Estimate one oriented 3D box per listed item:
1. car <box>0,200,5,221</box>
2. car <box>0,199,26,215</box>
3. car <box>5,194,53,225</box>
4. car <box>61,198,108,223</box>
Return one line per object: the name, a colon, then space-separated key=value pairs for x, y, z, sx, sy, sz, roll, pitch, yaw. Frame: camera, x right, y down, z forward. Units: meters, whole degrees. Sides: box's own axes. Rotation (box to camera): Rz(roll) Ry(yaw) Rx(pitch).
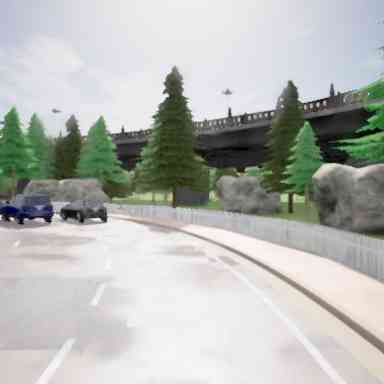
car: x=-9.437 y=1.198 z=13.712 sx=2.150 sy=2.045 sz=5.566 roll=0 pitch=0 yaw=-23
car: x=-19.679 y=1.492 z=34.091 sx=5.357 sy=1.411 sz=2.033 roll=0 pitch=0 yaw=26
car: x=-12.051 y=1.185 z=24.302 sx=2.150 sy=2.045 sz=5.566 roll=0 pitch=0 yaw=-43
car: x=-8.299 y=1.310 z=25.389 sx=2.097 sy=1.767 sz=4.553 roll=0 pitch=0 yaw=-41
